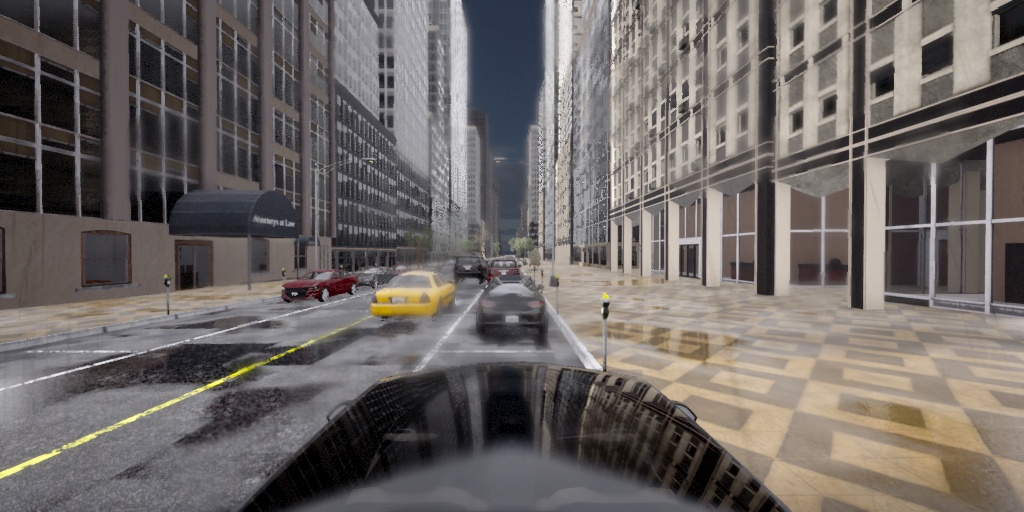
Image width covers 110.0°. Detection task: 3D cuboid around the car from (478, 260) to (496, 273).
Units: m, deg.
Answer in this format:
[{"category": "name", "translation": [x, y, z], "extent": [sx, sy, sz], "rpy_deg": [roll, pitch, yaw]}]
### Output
[{"category": "car", "translation": [-3.058, 1.267, 44.562], "extent": [1.812, 1.442, 4.674], "rpy_deg": [0, 0, 0]}]

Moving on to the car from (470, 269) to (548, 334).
[{"category": "car", "translation": [0.003, 1.274, 10.501], "extent": [1.812, 1.442, 4.674], "rpy_deg": [0, 0, 0]}]

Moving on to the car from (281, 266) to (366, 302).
[{"category": "car", "translation": [-8.837, 1.292, 16.839], "extent": [1.888, 1.381, 4.507], "rpy_deg": [0, 0, 0]}]

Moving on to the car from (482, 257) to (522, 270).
[{"category": "car", "translation": [-0.457, 1.061, 22.523], "extent": [2.192, 1.841, 5.009], "rpy_deg": [0, 0, 0]}]

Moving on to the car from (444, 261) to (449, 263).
[{"category": "car", "translation": [-6.226, 1.344, 38.600], "extent": [1.895, 1.301, 4.718], "rpy_deg": [0, 0, 0]}]

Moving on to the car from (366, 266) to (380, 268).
[{"category": "car", "translation": [-8.838, 1.297, 22.523], "extent": [2.007, 1.370, 4.403], "rpy_deg": [0, 0, 0]}]

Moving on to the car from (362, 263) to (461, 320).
[{"category": "car", "translation": [-3.146, 1.204, 12.495], "extent": [1.801, 1.575, 5.366], "rpy_deg": [0, 0, 0]}]

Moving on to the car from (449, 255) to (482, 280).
[{"category": "car", "translation": [-3.058, 0.965, 27.435], "extent": [2.150, 2.045, 5.566], "rpy_deg": [0, 0, 0]}]
